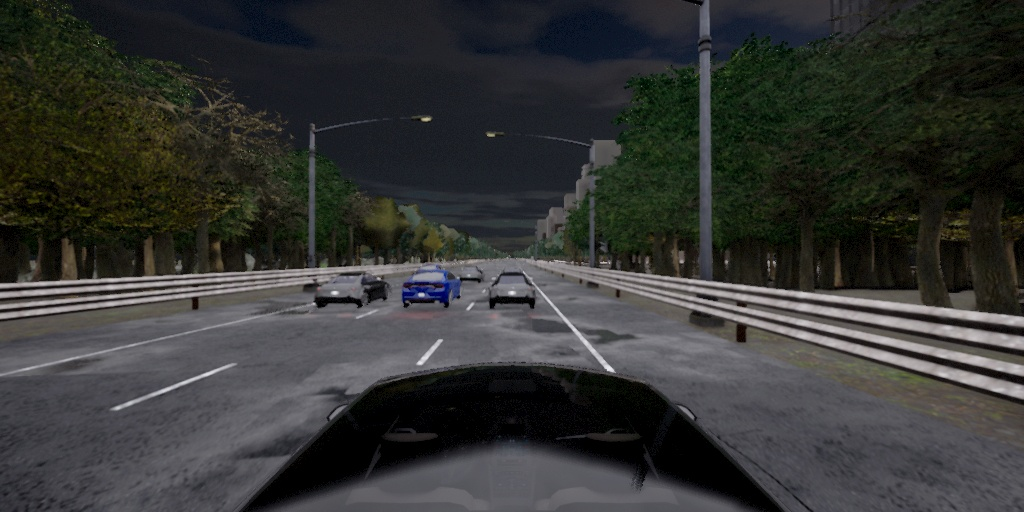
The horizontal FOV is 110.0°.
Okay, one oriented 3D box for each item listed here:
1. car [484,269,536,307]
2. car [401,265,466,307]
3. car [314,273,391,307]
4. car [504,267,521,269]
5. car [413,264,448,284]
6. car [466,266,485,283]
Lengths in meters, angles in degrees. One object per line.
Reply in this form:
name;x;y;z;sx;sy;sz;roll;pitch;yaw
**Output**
car;0.009;1.445;16.164;1.994;1.385;4.181;0;0;0
car;-3.490;1.360;16.324;1.882;1.535;5.008;0;0;0
car;-6.992;1.445;16.183;1.994;1.385;4.181;0;0;0
car;0.009;1.607;30.953;1.895;1.301;4.718;0;0;0
car;-6.986;1.487;31.334;1.882;1.535;5.008;0;0;0
car;-3.490;1.572;31.133;1.994;1.385;4.181;0;0;0
